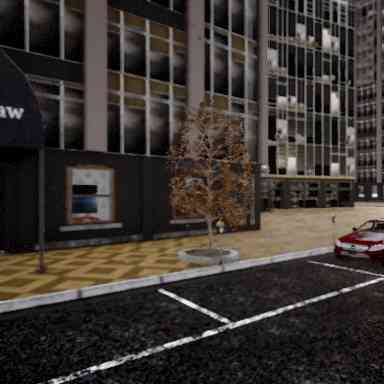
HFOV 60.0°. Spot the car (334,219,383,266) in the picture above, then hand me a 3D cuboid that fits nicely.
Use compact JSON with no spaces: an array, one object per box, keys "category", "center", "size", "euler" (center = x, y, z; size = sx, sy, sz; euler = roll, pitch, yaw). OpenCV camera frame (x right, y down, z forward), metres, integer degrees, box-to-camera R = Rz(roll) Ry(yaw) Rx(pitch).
[{"category":"car","center":[6.538,1.579,11.226],"size":[4.206,1.307,1.802],"euler":[0,0,-36]}]
